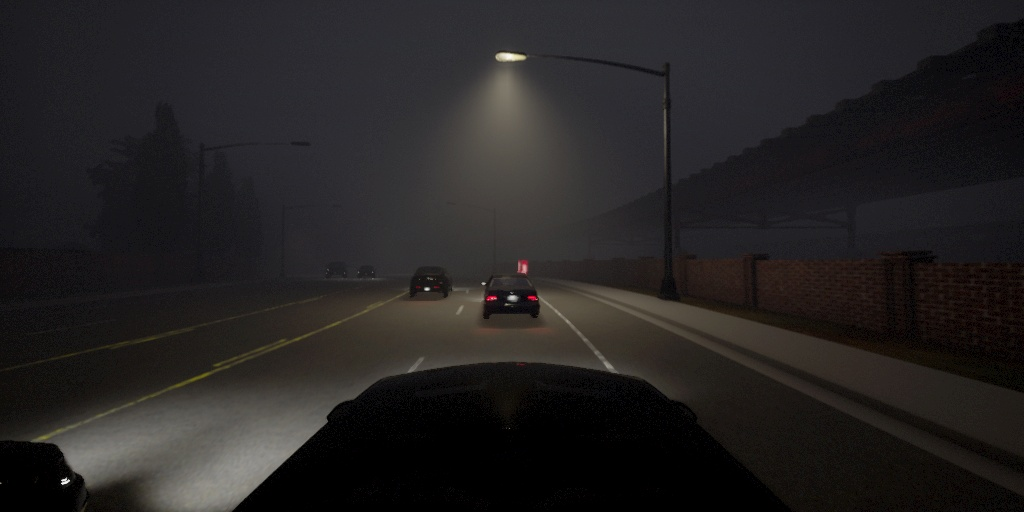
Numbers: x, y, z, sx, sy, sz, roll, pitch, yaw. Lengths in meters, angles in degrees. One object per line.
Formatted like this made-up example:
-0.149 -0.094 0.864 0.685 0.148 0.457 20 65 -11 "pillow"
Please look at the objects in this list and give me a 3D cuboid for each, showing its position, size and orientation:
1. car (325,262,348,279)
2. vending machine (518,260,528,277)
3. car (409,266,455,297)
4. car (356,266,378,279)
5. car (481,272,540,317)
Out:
-21.191 1.689 43.493 2.150 2.045 5.566 1 -3 -22 "car"
1.240 1.400 39.979 1.100 2.100 0.880 0 0 -16 "vending machine"
-4.167 1.280 18.906 1.837 1.490 4.892 0 0 -6 "car"
-16.384 1.810 40.605 1.837 1.490 4.892 1 -3 -19 "car"
-0.135 1.308 13.138 2.033 1.411 5.357 0 0 -3 "car"
